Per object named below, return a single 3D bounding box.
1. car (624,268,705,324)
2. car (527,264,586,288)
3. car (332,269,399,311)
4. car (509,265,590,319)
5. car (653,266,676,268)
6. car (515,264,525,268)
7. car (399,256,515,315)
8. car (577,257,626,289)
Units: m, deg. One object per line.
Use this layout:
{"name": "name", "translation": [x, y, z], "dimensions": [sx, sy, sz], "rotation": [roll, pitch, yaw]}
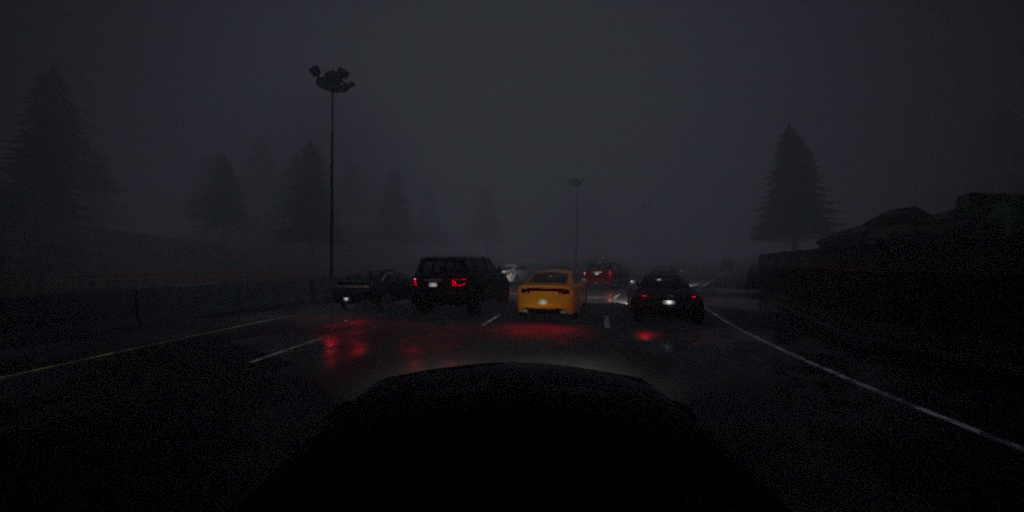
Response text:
{"name": "car", "translation": [4.961, 1.277, 11.992], "dimensions": [1.994, 1.385, 4.181], "rotation": [-1, 0, 16]}
{"name": "car", "translation": [3.299, 1.339, 25.367], "dimensions": [2.033, 1.411, 5.357], "rotation": [-1, 0, 32]}
{"name": "car", "translation": [-5.136, 1.290, 14.869], "dimensions": [2.128, 1.511, 4.902], "rotation": [-1, 0, 16]}
{"name": "car", "translation": [1.595, 1.219, 12.950], "dimensions": [1.882, 1.535, 5.008], "rotation": [-1, 0, 16]}
{"name": "car", "translation": [9.247, 1.288, 21.677], "dimensions": [1.994, 1.385, 4.181], "rotation": [-1, 0, 32]}
{"name": "car", "translation": [0.325, 1.344, 27.212], "dimensions": [1.812, 1.442, 4.674], "rotation": [-1, 0, 32]}
{"name": "car", "translation": [-1.764, 1.012, 13.940], "dimensions": [2.150, 2.045, 5.566], "rotation": [-1, 0, 16]}
{"name": "car", "translation": [6.255, 1.111, 23.498], "dimensions": [2.097, 1.767, 4.553], "rotation": [-1, 0, 32]}
